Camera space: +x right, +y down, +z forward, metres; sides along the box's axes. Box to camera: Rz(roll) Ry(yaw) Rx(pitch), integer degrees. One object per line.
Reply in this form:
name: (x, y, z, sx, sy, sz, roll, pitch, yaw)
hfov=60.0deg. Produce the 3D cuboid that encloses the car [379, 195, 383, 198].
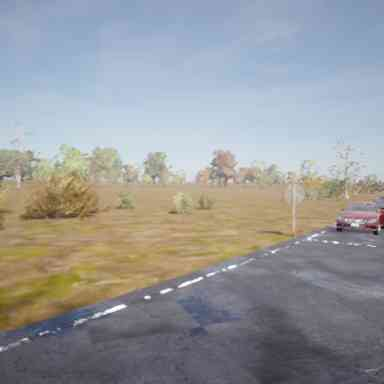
car: (14.427, 1.174, 25.335, 1.994, 1.385, 4.181, 2, 2, 33)

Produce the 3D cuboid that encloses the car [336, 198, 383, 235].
car: (8.877, 1.243, 17.274, 1.812, 1.442, 4.674, 2, 2, 35)
